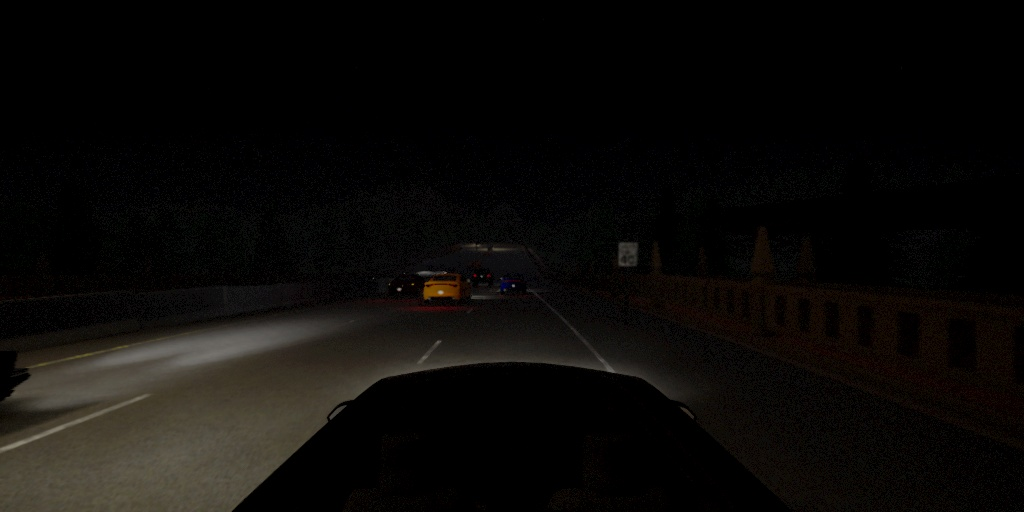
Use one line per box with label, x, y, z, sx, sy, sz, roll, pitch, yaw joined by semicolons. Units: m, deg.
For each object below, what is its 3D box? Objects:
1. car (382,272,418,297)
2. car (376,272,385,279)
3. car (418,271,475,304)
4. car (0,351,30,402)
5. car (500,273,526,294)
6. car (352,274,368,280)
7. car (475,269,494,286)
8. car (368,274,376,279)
car;-6.893;1.977;24.253;1.812;1.442;4.674;0;-3;0
car;-14.070;2.797;42.753;1.882;1.535;5.008;0;-3;0
car;-3.395;1.706;19.552;1.882;1.535;5.008;0;-3;0
car;-6.899;1.345;2.226;1.895;1.301;4.718;0;0;0
car;0.107;2.109;28.077;1.882;1.535;5.008;0;-3;0
car;-21.048;3.264;50.885;1.994;1.385;4.181;0;-3;0
car;-3.388;2.544;42.821;2.150;2.045;5.566;0;-3;0
car;-17.555;2.991;49.567;2.097;1.767;4.553;0;-3;0
